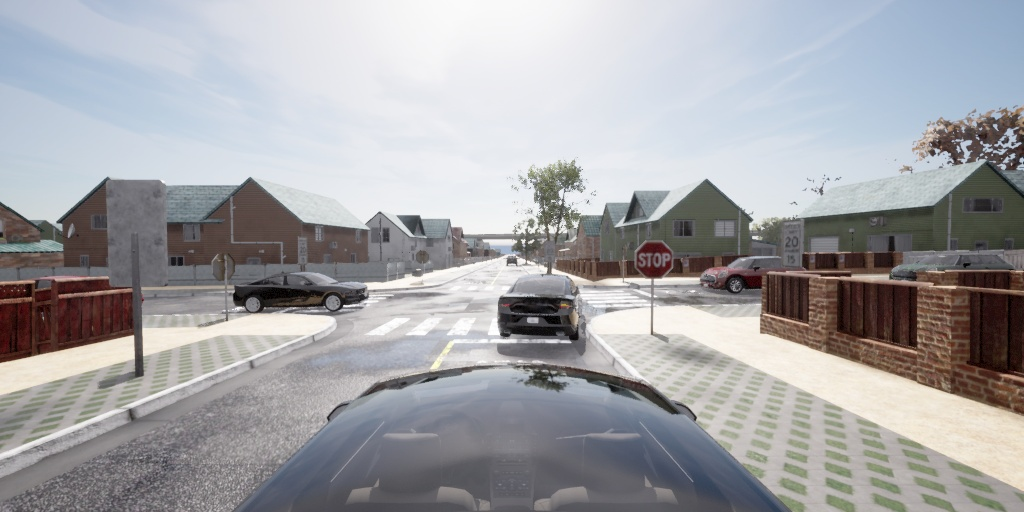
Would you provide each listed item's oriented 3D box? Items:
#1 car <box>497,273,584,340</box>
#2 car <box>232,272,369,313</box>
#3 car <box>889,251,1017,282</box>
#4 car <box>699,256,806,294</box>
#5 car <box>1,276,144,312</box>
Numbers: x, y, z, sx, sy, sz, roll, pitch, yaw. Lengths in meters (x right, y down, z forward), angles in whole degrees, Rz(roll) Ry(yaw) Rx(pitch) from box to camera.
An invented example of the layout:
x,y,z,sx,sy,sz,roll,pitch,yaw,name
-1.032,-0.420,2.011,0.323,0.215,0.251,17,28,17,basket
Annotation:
x,y,z,sx,sy,sz,roll,pitch,yaw,name
0.957,1.225,10.085,1.882,1.535,5.008,0,0,12,car
-8.470,1.377,14.611,5.008,1.535,1.882,-1,2,0,car
21.700,0.646,17.768,4.553,1.767,2.097,-1,2,0,car
11.805,0.820,17.696,4.553,1.767,2.097,-1,2,0,car
-18.022,1.547,14.547,5.008,1.535,1.882,-1,2,0,car
